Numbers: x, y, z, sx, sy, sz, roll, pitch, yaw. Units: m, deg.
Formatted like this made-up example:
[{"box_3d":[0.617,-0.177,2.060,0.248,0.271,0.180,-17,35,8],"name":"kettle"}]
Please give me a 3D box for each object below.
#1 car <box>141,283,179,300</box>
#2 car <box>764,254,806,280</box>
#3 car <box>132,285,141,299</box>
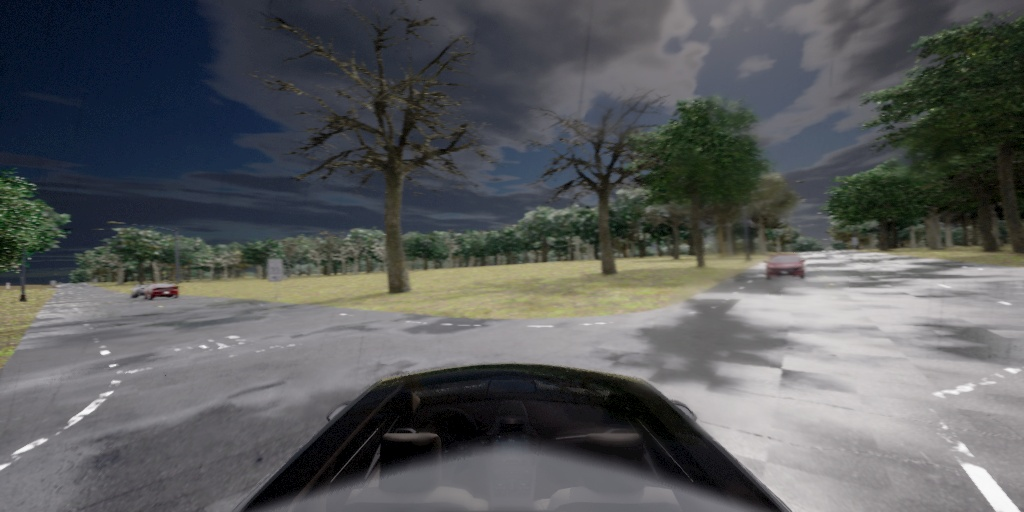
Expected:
[{"box_3d":[-33.200,3.309,33.956,5.008,1.535,1.882,-4,-3,38],"name":"car"},{"box_3d":[17.376,0.641,22.809,1.882,1.535,5.008,-5,-1,38],"name":"car"},{"box_3d":[-41.198,3.920,40.284,4.902,1.511,2.128,-4,-3,38],"name":"car"}]
